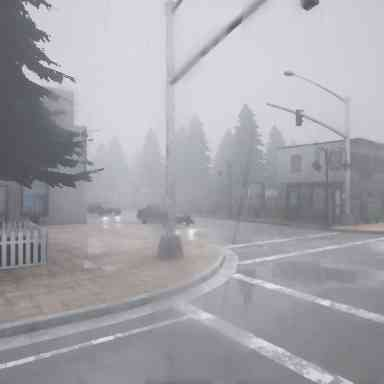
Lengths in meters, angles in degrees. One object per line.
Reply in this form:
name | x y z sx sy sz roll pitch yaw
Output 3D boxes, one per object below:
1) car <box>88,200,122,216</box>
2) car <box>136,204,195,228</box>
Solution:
car | -8.615 1.532 32.422 2.033 1.411 5.357 0 0 -34
car | -1.965 1.532 22.481 2.033 1.411 5.357 0 0 -34
